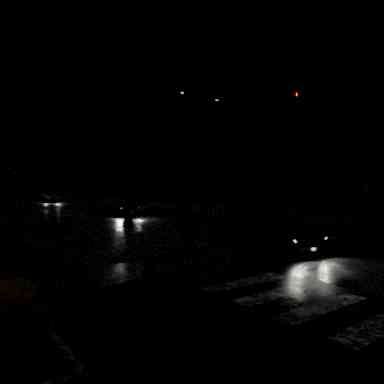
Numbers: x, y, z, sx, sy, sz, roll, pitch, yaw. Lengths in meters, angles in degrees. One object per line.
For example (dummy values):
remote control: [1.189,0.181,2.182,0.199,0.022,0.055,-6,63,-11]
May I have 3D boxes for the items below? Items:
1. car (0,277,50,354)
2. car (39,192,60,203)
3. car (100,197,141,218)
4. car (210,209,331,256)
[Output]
car: [-4.222,1.525,3.650,4.829,1.417,1.752,0,0,-35]
car: [-19.140,0.680,44.679,1.812,1.442,4.674,0,1,-35]
car: [-5.629,1.091,25.683,1.812,1.442,4.674,0,1,-36]
car: [2.711,1.397,13.040,2.033,1.411,5.357,0,1,-27]
